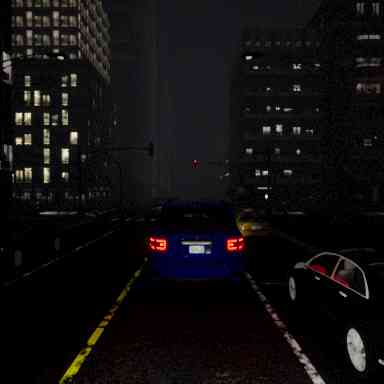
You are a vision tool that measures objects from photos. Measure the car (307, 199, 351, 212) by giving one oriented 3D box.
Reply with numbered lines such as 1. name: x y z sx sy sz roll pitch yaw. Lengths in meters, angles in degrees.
1. car: 16.308 1.622 39.737 4.403 1.369 2.008 0 0 1

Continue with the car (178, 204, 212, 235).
1. car: 0.095 1.520 19.737 1.812 1.442 4.674 0 0 -2

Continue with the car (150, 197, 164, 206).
1. car: -5.710 1.513 54.386 1.752 1.417 4.829 -1 0 0

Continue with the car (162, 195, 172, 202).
1. car: -5.712 1.530 77.174 1.887 1.381 4.507 -1 0 0

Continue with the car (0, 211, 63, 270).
1. car: -5.834 1.541 11.014 1.887 1.381 4.507 -1 0 0

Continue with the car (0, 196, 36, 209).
1. car: -21.667 1.274 40.230 4.829 1.417 1.752 0 0 1

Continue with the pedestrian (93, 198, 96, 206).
1. pedestrian: -12.555 1.299 43.079 0.500 1.100 0.500 0 0 1

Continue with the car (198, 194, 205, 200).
1. car: 2.664 1.424 94.139 1.967 1.590 4.097 -1 0 0

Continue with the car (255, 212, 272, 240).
1. car: 2.804 1.521 16.772 1.752 1.417 4.829 -1 0 0

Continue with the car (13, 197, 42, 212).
1. car: -17.821 1.442 34.417 4.181 1.385 1.994 0 1 1

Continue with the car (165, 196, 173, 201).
1. car: -5.712 1.567 82.828 1.802 1.307 4.206 -1 0 0

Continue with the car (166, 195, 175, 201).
1. car: -5.714 1.529 88.483 1.887 1.381 4.507 -1 0 0

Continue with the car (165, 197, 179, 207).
1. car: -3.099 1.552 52.681 1.994 1.385 4.181 0 0 0

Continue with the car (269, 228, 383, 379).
1. car: 2.806 1.549 5.313 2.008 1.369 4.403 -1 0 0

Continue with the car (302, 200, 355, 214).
1. car: 15.194 1.653 37.161 5.357 1.411 2.033 0 1 1

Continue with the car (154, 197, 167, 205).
1. car: -5.710 1.553 60.210 1.947 1.339 4.313 -1 0 0

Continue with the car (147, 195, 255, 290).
1. car: 0.095 1.219 9.226 2.150 2.045 5.566 0 0 0
